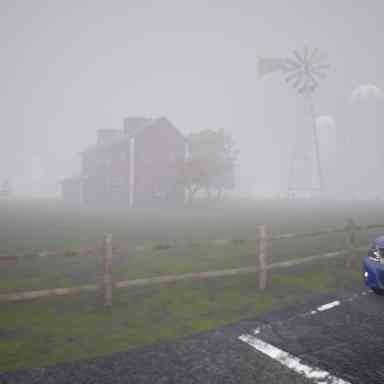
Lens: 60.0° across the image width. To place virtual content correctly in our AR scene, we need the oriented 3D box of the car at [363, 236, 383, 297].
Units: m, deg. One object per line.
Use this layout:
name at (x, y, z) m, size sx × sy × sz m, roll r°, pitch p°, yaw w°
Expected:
car at (6.131, 1.223, 7.438) m, size 5.566 × 2.045 × 2.150 m, roll 0°, pitch 0°, yaw -35°
